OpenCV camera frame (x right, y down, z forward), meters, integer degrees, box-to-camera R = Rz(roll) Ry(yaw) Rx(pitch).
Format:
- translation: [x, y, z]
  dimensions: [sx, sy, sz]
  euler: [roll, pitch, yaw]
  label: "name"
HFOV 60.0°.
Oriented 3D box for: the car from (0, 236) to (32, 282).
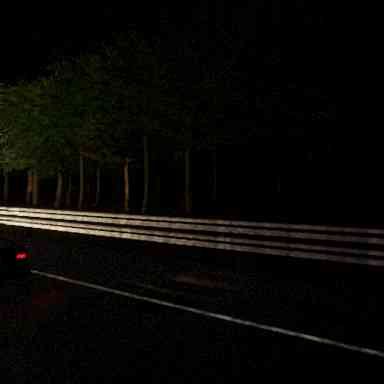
- translation: [-6.270, 1.516, 8.490]
  dimensions: [5.357, 1.411, 2.033]
  euler: [0, 0, 35]
  label: "car"
